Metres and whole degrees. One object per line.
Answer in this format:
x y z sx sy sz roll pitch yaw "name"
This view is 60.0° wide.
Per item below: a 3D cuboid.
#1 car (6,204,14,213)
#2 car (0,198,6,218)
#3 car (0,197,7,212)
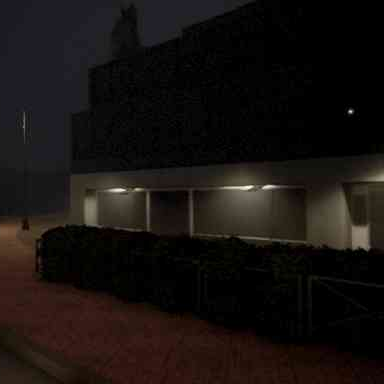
-25.391 2.074 43.372 1.994 1.385 4.181 -1 0 12 "car"
-18.965 1.583 29.367 2.150 2.045 5.566 -1 0 -7 "car"
-28.502 1.778 45.695 2.150 2.045 5.566 -1 -1 14 "car"
